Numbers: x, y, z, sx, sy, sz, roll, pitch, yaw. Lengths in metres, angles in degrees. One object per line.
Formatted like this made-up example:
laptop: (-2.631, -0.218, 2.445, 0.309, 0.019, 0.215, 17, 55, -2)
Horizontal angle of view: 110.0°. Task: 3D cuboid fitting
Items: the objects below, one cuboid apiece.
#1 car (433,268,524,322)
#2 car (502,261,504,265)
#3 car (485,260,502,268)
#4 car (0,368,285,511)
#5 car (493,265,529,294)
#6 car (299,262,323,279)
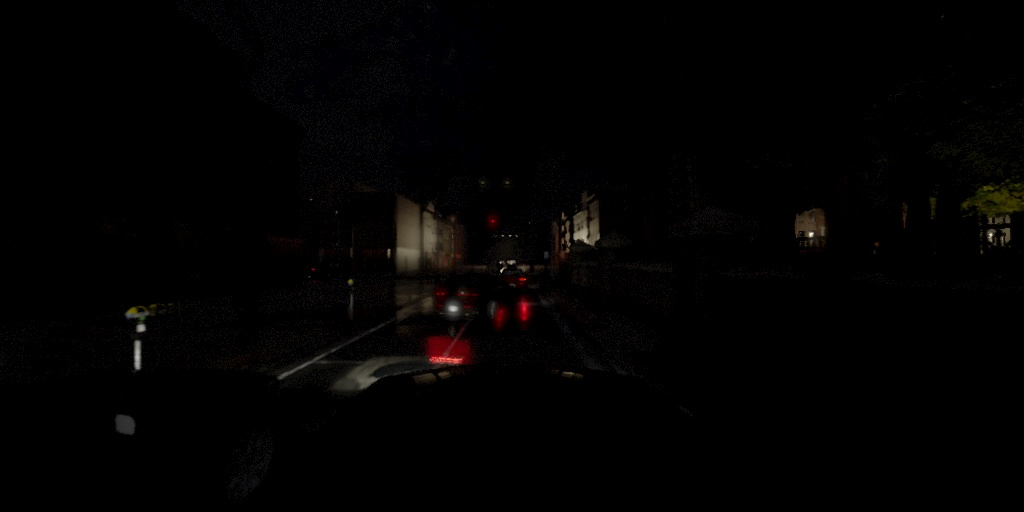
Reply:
car: (-1.114, 1.351, 12.938, 1.837, 1.490, 4.892, 0, -1, 15)
car: (-2.673, 1.525, 53.662, 2.192, 1.841, 5.009, 0, 0, 0)
car: (-2.669, 1.686, 48.041, 1.751, 1.417, 4.829, 0, 0, 0)
car: (-3.013, 1.224, 1.282, 1.882, 1.535, 5.008, 0, 0, 0)
car: (0.038, 1.451, 21.871, 1.812, 1.442, 4.674, 0, -1, 1)
car: (-21.840, 1.429, 36.480, 4.553, 1.767, 2.097, 0, 0, 0)
